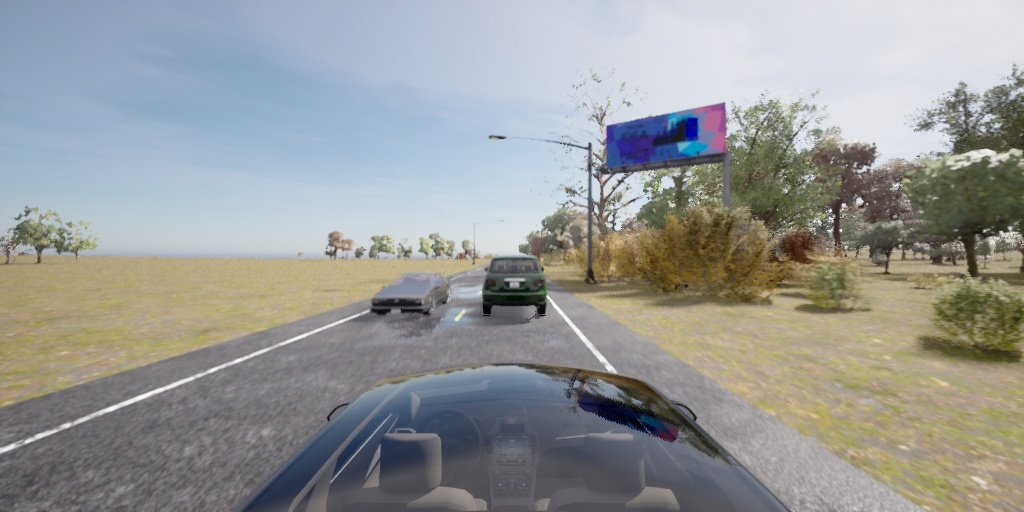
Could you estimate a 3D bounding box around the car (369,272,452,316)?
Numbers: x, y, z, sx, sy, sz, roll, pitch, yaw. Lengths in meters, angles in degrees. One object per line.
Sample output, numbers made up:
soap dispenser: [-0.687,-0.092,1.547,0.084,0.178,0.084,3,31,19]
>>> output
car: [-3.552,1.317,13.691,2.033,1.411,5.357,0,0,1]

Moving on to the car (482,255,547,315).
car: [0.090,0.990,13.716,2.150,2.045,5.566,0,0,0]
